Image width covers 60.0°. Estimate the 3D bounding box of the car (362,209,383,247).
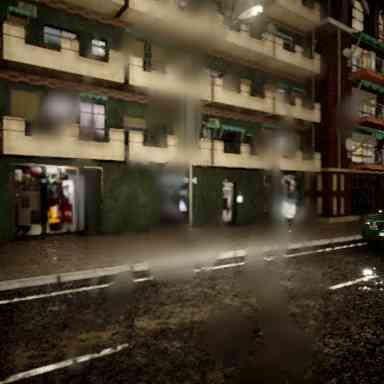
[{"bbox_3d":[9.790,1.337,14.660,5.566,2.045,2.150,1,0,-35],"label":"car"}]
